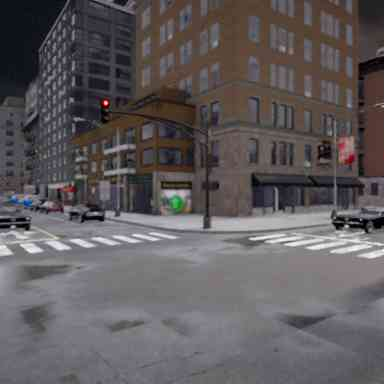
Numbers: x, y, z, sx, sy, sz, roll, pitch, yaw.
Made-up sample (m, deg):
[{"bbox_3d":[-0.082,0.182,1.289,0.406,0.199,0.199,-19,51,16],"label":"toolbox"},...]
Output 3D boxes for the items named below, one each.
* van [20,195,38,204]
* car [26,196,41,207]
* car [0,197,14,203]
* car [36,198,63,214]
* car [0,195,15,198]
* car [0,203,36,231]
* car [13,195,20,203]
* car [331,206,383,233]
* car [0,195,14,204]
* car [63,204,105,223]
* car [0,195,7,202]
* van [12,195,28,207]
[{"bbox_3d":[-20.673,1.302,43.079,1.690,1.788,3.998,0,0,-35],"label":"van"},{"bbox_3d":[-17.492,1.526,38.580,1.947,1.339,4.313,0,0,-35],"label":"car"},{"bbox_3d":[-16.644,1.465,27.877,2.128,1.511,4.902,0,0,-35],"label":"car"},{"bbox_3d":[-14.310,1.541,34.081,1.802,1.307,4.206,0,0,-35],"label":"car"},{"bbox_3d":[-27.185,1.323,47.900,2.097,1.767,4.553,0,0,-35],"label":"car"},{"bbox_3d":[-10.907,1.578,19.764,1.895,1.301,4.718,0,0,-35],"label":"car"},{"bbox_3d":[-23.855,1.514,47.579,2.008,1.369,4.403,0,0,-35],"label":"car"},{"bbox_3d":[9.934,1.479,18.777,4.718,1.301,1.895,0,0,-36],"label":"car"},{"bbox_3d":[-36.581,1.423,65.577,1.967,1.590,4.097,0,0,-35],"label":"car"},{"bbox_3d":[-7.946,1.528,25.081,1.947,1.339,4.313,0,0,-35],"label":"car"},{"bbox_3d":[-42.944,1.433,74.577,1.967,1.590,4.097,0,0,-35],"label":"car"},{"bbox_3d":[-27.037,1.309,52.078,1.690,1.788,3.998,0,0,-35],"label":"van"}]
